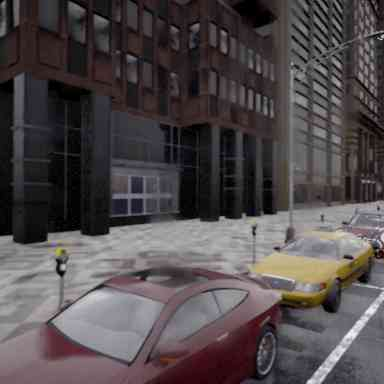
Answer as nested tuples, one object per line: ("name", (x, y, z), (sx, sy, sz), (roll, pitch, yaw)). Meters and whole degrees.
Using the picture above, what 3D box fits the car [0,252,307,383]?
("car", (-0.460, 1.573, 3.582), (1.802, 1.307, 4.206), (1, 0, 39))

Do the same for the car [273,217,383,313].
("car", (2.985, 1.521, 7.782), (1.752, 1.417, 4.829), (1, 0, 39))

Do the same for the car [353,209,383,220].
("car", (6.645, 1.441, 12.245), (1.967, 1.590, 4.097), (1, 0, 39))
